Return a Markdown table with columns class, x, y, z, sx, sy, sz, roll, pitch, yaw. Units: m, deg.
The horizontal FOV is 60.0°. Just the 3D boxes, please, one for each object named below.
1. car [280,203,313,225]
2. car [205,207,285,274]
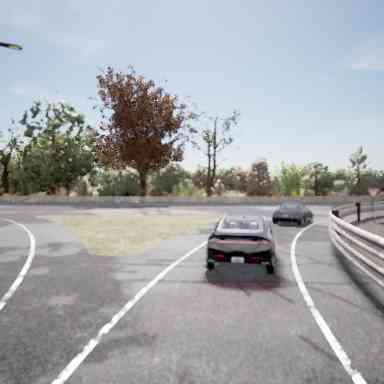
| class | x | y | z | sx | sy | sz | roll | pitch | yaw |
| --- | --- | --- | --- | --- | --- | --- | --- | --- | --- |
| car | 6.970 | 1.441 | 22.912 | 1.994 | 1.385 | 4.181 | 0 | 0 | 30 |
| car | 1.636 | 1.430 | 10.512 | 2.128 | 1.511 | 4.902 | 0 | 0 | 12 |
